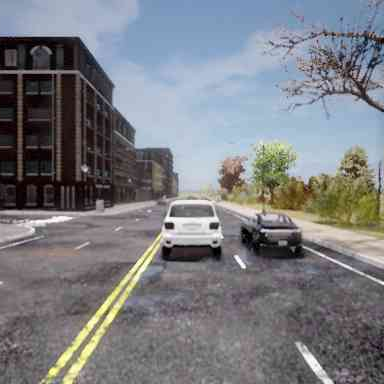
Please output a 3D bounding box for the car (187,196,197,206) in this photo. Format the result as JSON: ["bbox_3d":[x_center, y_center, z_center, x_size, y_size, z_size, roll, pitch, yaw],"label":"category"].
[{"bbox_3d":[-0.043,1.917,73.698,2.150,2.045,5.566,0,-1,0],"label":"car"}]

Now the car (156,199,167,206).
[{"bbox_3d":[-6.542,2.288,71.690,1.895,1.301,4.718,0,-1,0],"label":"car"}]

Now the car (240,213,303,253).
[{"bbox_3d":[3.245,1.629,14.299,2.128,1.511,4.902,0,0,0],"label":"car"}]

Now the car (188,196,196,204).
[{"bbox_3d":[-0.050,2.016,85.308,2.097,1.767,4.553,0,-1,0],"label":"car"}]

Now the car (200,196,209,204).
[{"bbox_3d":[3.200,2.016,85.310,2.097,1.767,4.553,0,-1,0],"label":"car"}]

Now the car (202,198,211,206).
[{"bbox_3d":[3.207,2.192,74.083,1.882,1.535,5.008,0,-1,0],"label":"car"}]

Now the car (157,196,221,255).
[{"bbox_3d":[-0.008,1.350,14.005,2.150,2.045,5.566,0,0,0],"label":"car"}]

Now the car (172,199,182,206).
[{"bbox_3d":[-3.292,2.246,71.722,1.994,1.385,4.181,0,-1,0],"label":"car"}]
